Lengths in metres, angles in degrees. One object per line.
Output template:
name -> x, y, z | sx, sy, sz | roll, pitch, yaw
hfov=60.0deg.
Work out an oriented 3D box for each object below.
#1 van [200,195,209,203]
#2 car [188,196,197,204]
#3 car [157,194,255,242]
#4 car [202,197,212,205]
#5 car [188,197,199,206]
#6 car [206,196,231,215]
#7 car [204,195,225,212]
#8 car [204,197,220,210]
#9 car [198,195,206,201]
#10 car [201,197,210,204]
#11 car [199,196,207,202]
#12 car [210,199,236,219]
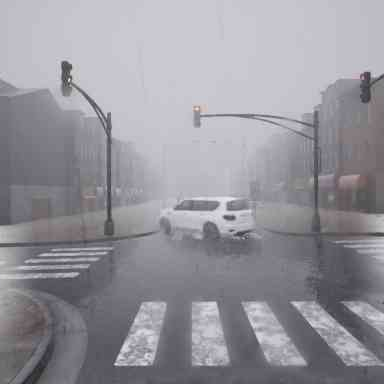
van -> 2.747, 1.512, 72.911 | 1.690, 1.788, 3.998 | -1, 0, 0
car -> 0.199, 1.659, 68.829 | 1.837, 1.490, 4.892 | 0, 0, 1
car -> 0.558, 1.245, 16.805 | 2.150, 2.045, 5.566 | -3, 2, -43
car -> 2.732, 1.654, 62.275 | 1.752, 1.417, 4.829 | -1, 0, 0
car -> 0.196, 1.619, 58.753 | 1.837, 1.490, 4.892 | 0, 0, 0
car -> 2.686, 1.360, 35.094 | 2.192, 1.841, 5.009 | -1, 0, 0
car -> 2.694, 1.373, 40.496 | 2.192, 1.841, 5.009 | -1, 0, 0
car -> 2.704, 1.514, 45.898 | 1.967, 1.590, 4.097 | -1, 0, 0
car -> 2.784, 1.711, 94.520 | 1.967, 1.590, 4.097 | -1, 0, 0
car -> 2.741, 1.674, 67.677 | 1.752, 1.417, 4.829 | -1, 0, 0
car -> 2.768, 1.800, 83.714 | 1.802, 1.307, 4.206 | -1, 0, 0
car -> 2.678, 1.473, 29.691 | 1.967, 1.590, 4.097 | -1, 0, 0
